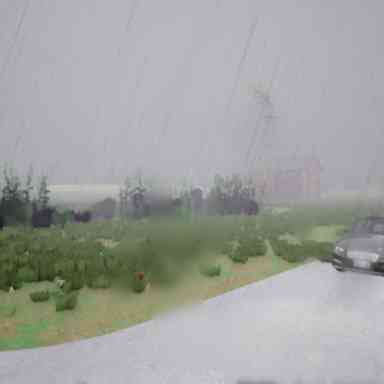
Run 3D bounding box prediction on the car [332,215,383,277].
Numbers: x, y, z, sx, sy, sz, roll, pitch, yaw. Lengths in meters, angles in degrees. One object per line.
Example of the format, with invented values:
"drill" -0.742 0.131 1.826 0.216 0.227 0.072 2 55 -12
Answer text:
"car" 5.772 1.465 9.774 2.128 1.511 4.902 0 0 44
